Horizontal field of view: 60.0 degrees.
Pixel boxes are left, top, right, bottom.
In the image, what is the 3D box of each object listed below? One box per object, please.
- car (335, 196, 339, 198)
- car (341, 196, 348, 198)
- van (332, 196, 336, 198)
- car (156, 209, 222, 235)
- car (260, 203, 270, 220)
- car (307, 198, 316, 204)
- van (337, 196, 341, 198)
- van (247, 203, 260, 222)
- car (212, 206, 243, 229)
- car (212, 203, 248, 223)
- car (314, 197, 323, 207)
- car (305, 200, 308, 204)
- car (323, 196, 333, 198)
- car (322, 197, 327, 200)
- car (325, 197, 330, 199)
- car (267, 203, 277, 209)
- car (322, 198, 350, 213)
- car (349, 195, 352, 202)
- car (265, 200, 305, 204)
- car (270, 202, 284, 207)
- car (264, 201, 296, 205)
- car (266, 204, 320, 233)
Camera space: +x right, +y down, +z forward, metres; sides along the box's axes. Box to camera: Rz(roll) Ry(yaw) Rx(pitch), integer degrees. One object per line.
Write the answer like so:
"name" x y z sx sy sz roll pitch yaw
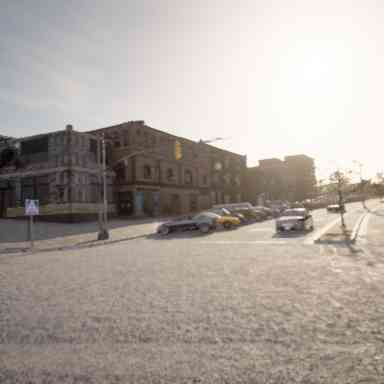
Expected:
"car" 29.477 2.429 74.502 4.792 1.488 2.163 -5 -2 14
"car" 34.489 2.116 82.005 5.566 2.045 2.435 -5 -2 14
"van" 27.927 2.172 71.981 4.442 1.987 1.878 -5 -3 13
"car" -0.377 2.441 25.593 4.792 1.488 2.163 -5 -2 8
"car" 5.567 2.434 36.064 4.892 1.521 2.231 -5 -3 9
"car" 17.954 2.448 56.811 5.008 1.535 2.097 -5 -2 12
"van" 31.278 2.152 76.988 4.442 1.987 1.878 -5 -3 14
"van" 4.193 2.190 33.421 4.442 1.987 1.878 -5 -3 9
"car" 1.372 2.386 28.104 5.366 1.575 1.946 -5 -3 8
"car" 2.594 2.292 30.794 4.553 1.767 2.185 -5 -3 8
"car" 21.212 2.312 61.906 4.553 1.767 2.185 -5 -2 12
"car" 14.759 2.453 51.688 5.008 1.535 2.097 -5 -3 11
"car" 25.978 2.429 69.523 5.366 1.575 1.946 -5 -2 13
"car" 22.854 2.433 64.440 4.892 1.521 2.231 -5 -2 13
"car" 24.490 2.426 66.977 5.008 1.535 2.097 -5 -3 13
"car" 7.072 2.478 38.680 4.674 1.452 2.002 -5 -2 9
"car" 18.860 1.945 43.481 2.033 1.411 5.357 -5 -2 31
"car" 37.841 2.094 86.992 5.566 2.045 2.435 -5 -2 14
"car" 13.203 2.199 49.114 5.566 2.045 2.435 -5 -3 11
"car" 8.576 2.484 41.304 4.674 1.452 2.002 -5 -3 10
"car" 11.642 2.490 46.505 4.674 1.452 2.002 -5 -2 10
"car" 6.915 1.894 22.376 2.128 1.511 4.902 -5 -1 28
